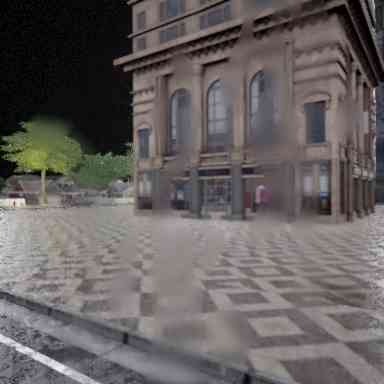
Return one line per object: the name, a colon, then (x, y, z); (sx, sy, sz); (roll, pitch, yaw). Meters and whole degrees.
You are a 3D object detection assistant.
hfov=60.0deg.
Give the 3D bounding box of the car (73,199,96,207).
car: (-21.576, 2.219, 66.989); (1.837, 1.490, 4.892); (-1, 0, 37)
